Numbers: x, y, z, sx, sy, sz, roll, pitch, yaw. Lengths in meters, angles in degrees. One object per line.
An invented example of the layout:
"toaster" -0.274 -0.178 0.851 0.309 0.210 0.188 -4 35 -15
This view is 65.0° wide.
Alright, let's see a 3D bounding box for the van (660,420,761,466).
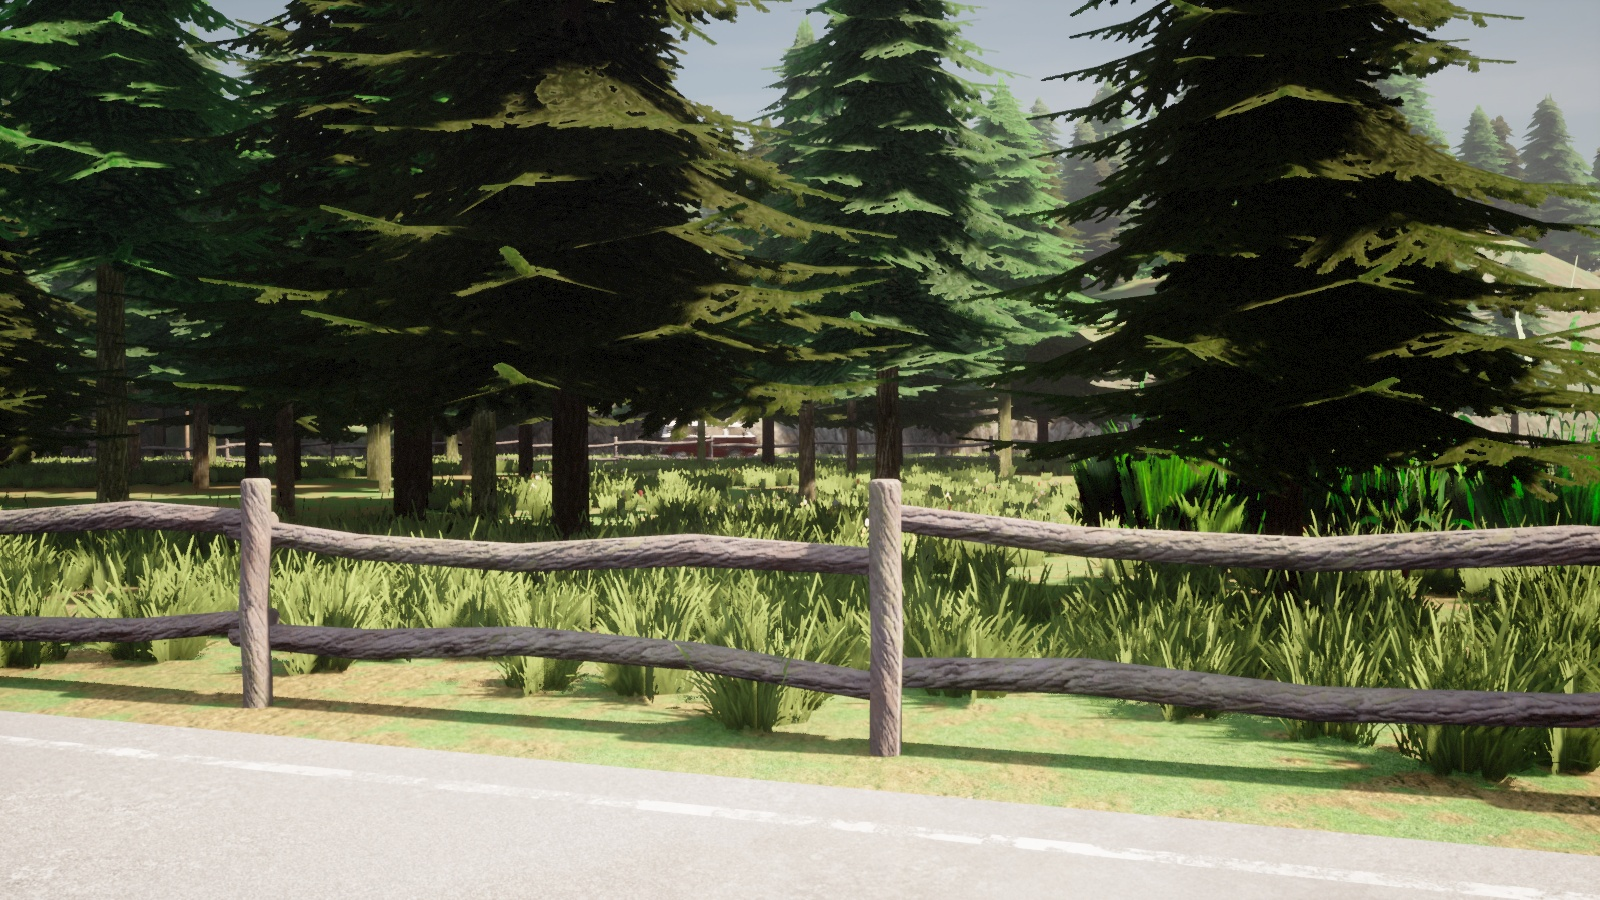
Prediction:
"van" -4.022 -0.339 56.738 4.480 2.038 2.069 0 1 -3
